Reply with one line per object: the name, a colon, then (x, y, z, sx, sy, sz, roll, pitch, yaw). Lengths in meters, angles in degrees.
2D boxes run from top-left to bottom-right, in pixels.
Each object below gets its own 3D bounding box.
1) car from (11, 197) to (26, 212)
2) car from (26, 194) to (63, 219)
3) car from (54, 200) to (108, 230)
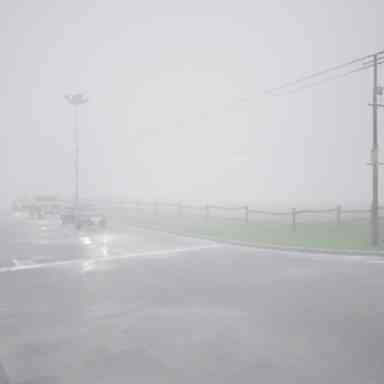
car: (-19.691, 1.355, 38.914, 2.097, 1.767, 4.553, 0, 0, -36)
car: (-12.752, 1.225, 29.311, 2.150, 2.045, 5.566, 0, 0, -36)
car: (-6.972, 1.495, 21.315, 2.128, 1.511, 4.902, 0, 0, -36)
